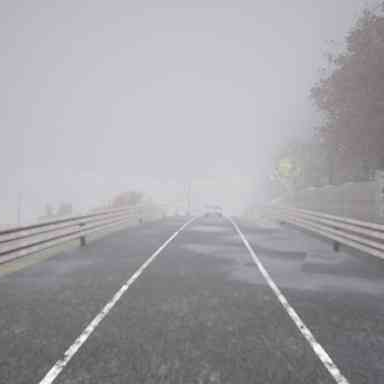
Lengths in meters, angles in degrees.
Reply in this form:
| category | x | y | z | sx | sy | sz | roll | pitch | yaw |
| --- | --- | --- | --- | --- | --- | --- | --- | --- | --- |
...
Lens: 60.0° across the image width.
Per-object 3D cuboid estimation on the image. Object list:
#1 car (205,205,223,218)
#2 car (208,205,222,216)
| category | x | y | z | sx | sy | sz | roll | pitch | yaw |
| --- | --- | --- | --- | --- | --- | --- | --- | --- | --- |
| car | 2.406 | 2.129 | 36.918 | 1.895 | 1.301 | 4.718 | 0 | -3 | 4 |
| car | 3.599 | 2.845 | 51.041 | 1.837 | 1.490 | 4.892 | 0 | -4 | 6 |
